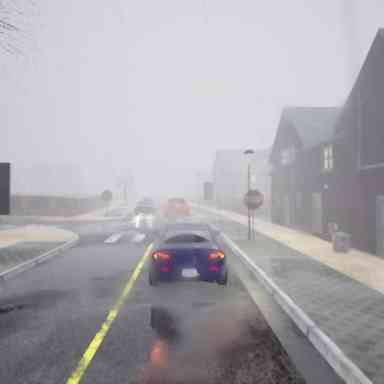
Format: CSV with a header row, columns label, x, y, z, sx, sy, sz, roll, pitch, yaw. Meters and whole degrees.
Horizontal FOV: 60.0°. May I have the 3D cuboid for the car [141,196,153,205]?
label,x,y,z,sx,sy,sz,roll,pitch,yaw
car,-7.717,1.455,56.917,1.812,1.442,4.674,0,0,-9

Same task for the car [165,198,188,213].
label,x,y,z,sx,sy,sz,roll,pitch,yaw
car,-1.542,1.318,32.112,2.097,1.767,4.553,0,0,-5

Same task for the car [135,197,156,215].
label,x,y,z,sx,sy,sz,roll,pitch,yaw
car,-4.615,1.526,33.162,1.994,1.385,4.181,0,0,-6

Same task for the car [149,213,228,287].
label,x,y,z,sx,sy,sz,roll,pitch,yaw
car,-0.140,1.516,9.181,1.812,1.442,4.674,0,0,-2
